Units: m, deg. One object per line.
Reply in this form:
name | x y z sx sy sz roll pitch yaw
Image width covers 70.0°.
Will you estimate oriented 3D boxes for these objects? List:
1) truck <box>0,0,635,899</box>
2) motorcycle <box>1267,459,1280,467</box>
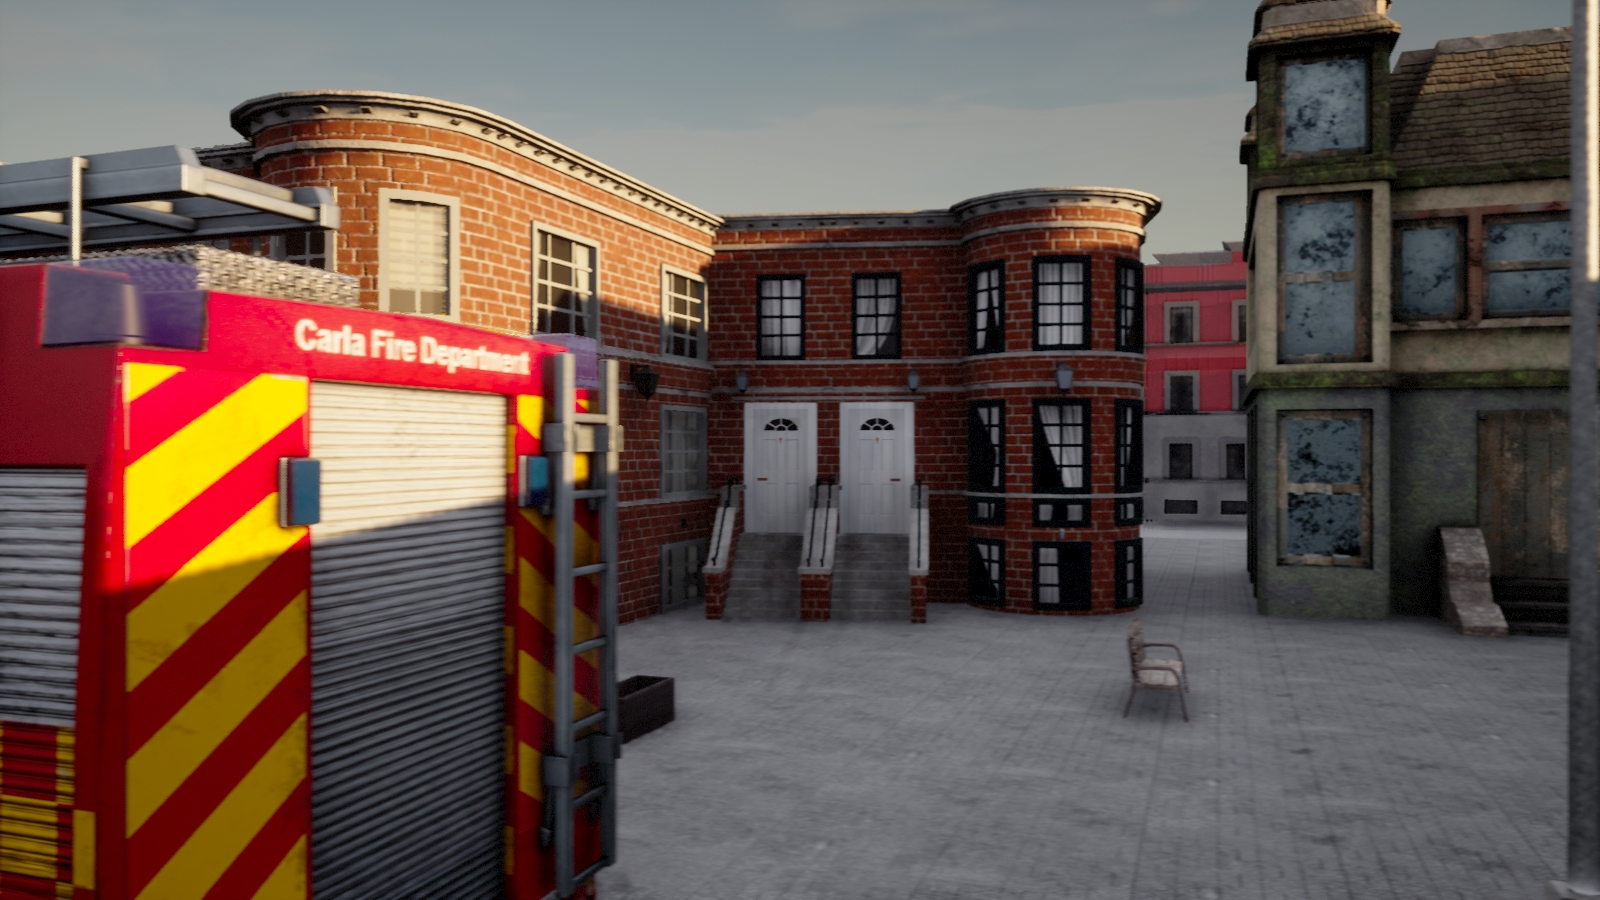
truck | -5.307 0.671 5.813 8.468 3.827 2.891 0 0 20
motorcycle | 72.802 1.962 175.532 1.805 1.236 0.856 0 0 20
